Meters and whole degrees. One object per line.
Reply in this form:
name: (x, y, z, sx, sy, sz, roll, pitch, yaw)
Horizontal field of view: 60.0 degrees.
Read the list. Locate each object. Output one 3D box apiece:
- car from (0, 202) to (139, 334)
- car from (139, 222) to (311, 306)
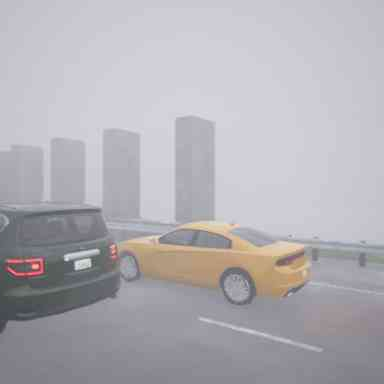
car: (-3.892, 1.218, 6.768, 5.566, 2.045, 2.150, 0, 0, 35)
car: (0.252, 1.475, 8.114, 5.008, 1.535, 1.882, 0, 0, 35)
